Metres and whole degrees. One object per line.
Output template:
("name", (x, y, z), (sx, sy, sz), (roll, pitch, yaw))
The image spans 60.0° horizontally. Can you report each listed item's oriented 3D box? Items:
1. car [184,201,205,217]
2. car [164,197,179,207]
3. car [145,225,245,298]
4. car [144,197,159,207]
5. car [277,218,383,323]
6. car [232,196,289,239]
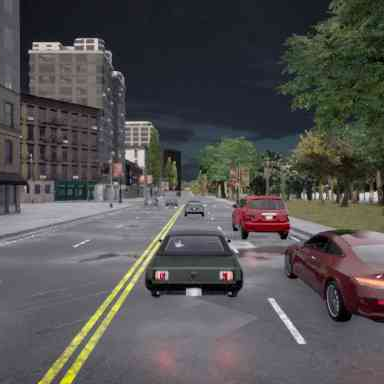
("car", (0.210, 1.537, 31.488), (2.033, 1.411, 5.357), (0, 0, 0))
("car", (-3.087, 1.484, 50.806), (1.837, 1.490, 4.892), (0, 0, 0))
("car", (0.072, 1.600, 8.491), (1.895, 1.301, 4.718), (0, 0, 1))
("car", (-6.321, 1.476, 52.137), (2.128, 1.511, 4.902), (0, 0, 0))
("car", (3.373, 1.525, 7.091), (1.812, 1.442, 4.674), (0, 0, 1))
("car", (3.402, 1.218, 17.271), (2.150, 2.045, 5.566), (0, 0, 0))
